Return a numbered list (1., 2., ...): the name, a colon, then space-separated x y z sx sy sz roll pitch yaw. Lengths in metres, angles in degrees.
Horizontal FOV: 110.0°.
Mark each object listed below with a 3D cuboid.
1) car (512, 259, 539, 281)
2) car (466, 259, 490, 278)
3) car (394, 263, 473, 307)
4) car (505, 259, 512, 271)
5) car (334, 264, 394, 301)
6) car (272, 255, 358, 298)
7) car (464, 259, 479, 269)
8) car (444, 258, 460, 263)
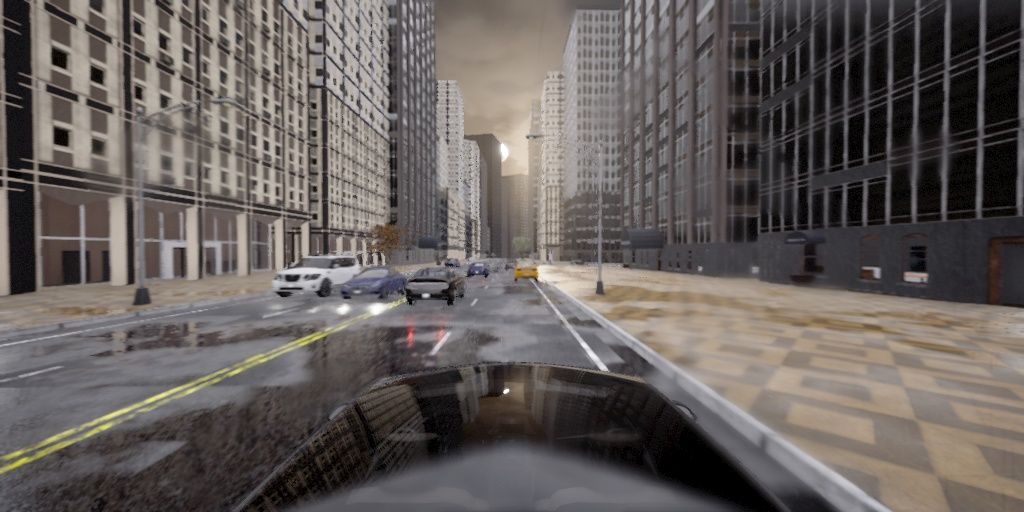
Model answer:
1. car: 1.135 1.228 29.820 1.882 1.535 5.008 0 0 0
2. car: -3.152 1.276 34.440 1.812 1.442 4.674 0 0 0
3. car: -3.152 1.242 15.549 2.128 1.511 4.902 0 0 0
4. car: 0.014 1.243 50.688 2.128 1.511 4.902 0 0 0
5. car: -6.596 1.276 17.658 1.812 1.442 4.674 0 0 0
6. car: -9.846 0.975 18.719 2.150 2.045 5.566 0 0 0
7. car: -6.538 1.275 58.554 1.812 1.442 4.674 0 0 1
8. car: -9.790 1.104 58.626 2.097 1.767 4.553 0 0 1
